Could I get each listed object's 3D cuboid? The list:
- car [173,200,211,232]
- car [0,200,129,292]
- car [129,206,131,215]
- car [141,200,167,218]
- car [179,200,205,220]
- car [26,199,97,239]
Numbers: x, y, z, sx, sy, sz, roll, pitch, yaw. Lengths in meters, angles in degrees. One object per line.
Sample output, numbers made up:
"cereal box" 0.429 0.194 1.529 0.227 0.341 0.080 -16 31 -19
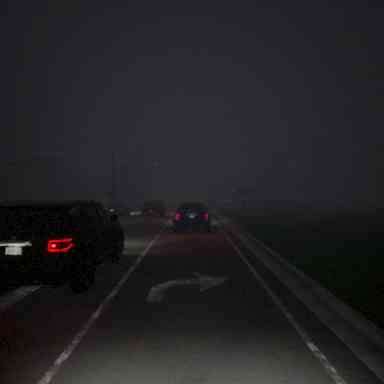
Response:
"car" 0.000 1.344 19.955 2.097 1.767 4.553 0 0 0
"car" -3.401 1.218 9.040 2.150 2.045 5.566 0 0 0
"car" -6.900 1.551 30.703 1.994 1.385 4.181 0 0 0
"car" -3.401 1.465 30.181 1.882 1.535 5.008 0 -1 0
"car" -0.001 1.479 29.069 2.128 1.511 4.902 0 0 0
"car" -6.900 1.344 18.174 2.097 1.767 4.553 0 0 0
